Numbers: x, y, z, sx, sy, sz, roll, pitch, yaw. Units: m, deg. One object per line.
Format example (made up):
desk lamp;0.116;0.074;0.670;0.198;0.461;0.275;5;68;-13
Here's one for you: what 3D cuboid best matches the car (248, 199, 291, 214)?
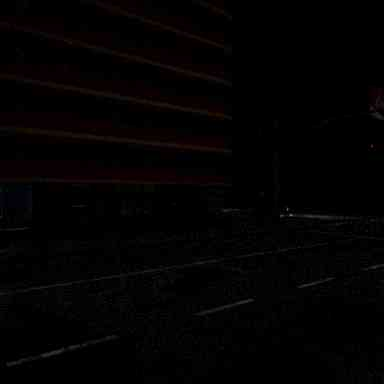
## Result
car;8.145;1.491;35.316;2.128;1.511;4.902;0;0;-36
